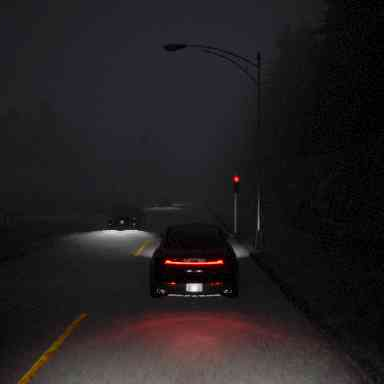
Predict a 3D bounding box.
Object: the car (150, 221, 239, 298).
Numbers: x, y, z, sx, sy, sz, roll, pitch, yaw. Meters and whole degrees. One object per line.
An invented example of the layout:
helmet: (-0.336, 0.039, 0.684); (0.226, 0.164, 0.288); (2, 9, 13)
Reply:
car: (0.061, 1.505, 8.523); (1.837, 1.490, 4.892); (0, 0, 0)

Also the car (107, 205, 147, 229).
car: (-4.094, 1.564, 21.436); (1.994, 1.385, 4.181); (0, 0, 0)

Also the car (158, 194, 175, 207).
car: (-4.081, 1.477, 51.250); (1.882, 1.535, 5.008); (0, 0, 0)

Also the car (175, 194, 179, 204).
car: (-4.025, 1.477, 65.038); (1.882, 1.535, 5.008); (0, 0, 0)
